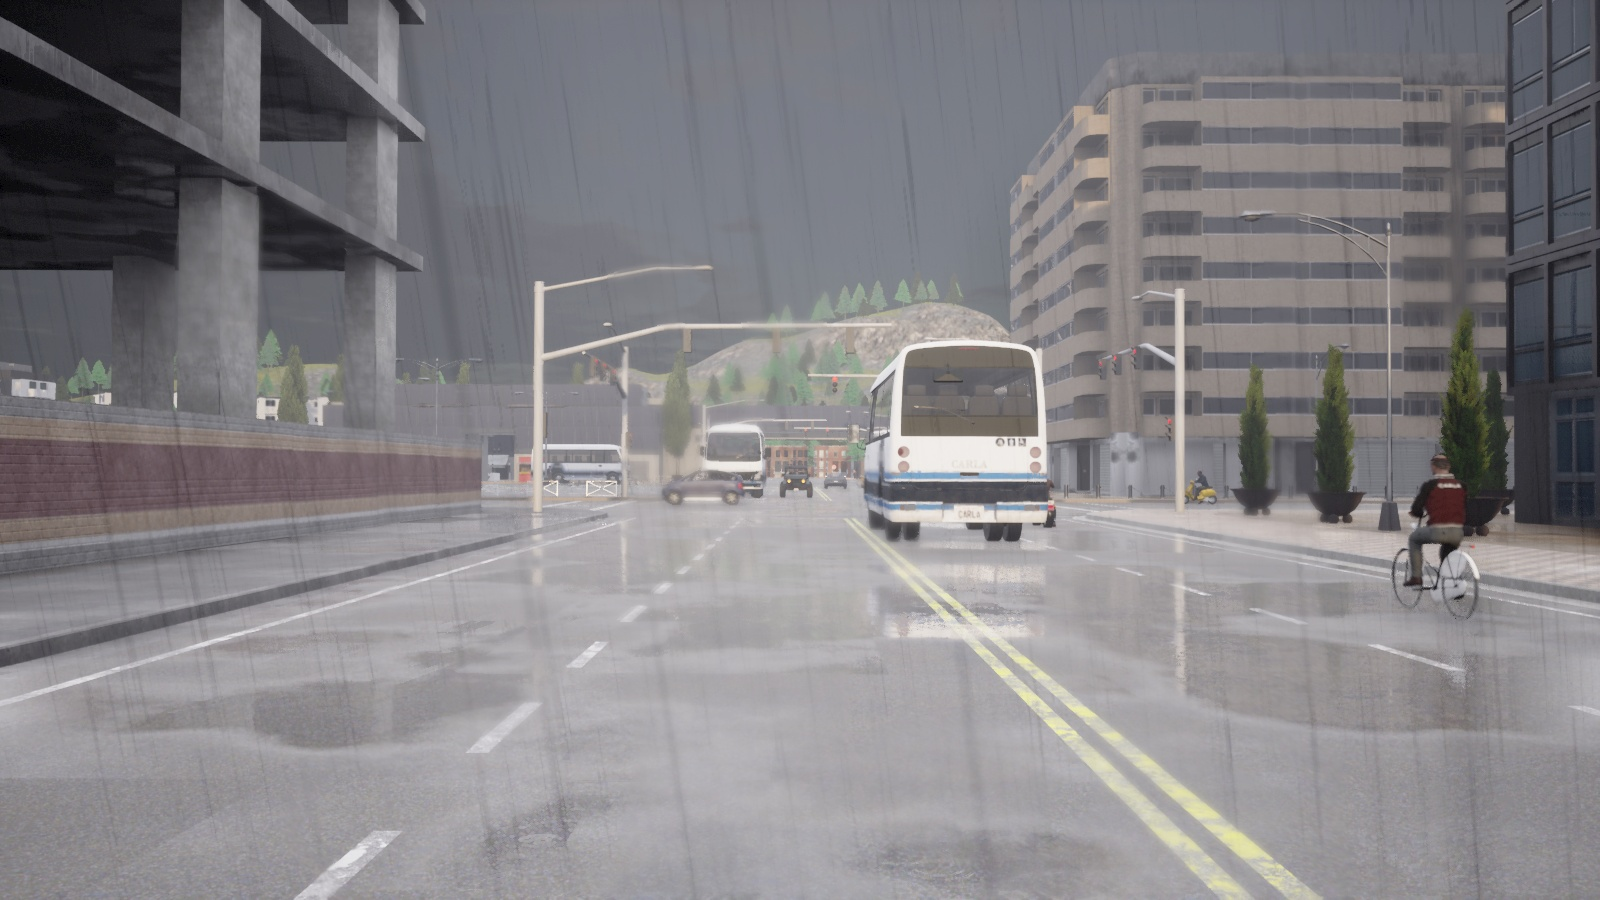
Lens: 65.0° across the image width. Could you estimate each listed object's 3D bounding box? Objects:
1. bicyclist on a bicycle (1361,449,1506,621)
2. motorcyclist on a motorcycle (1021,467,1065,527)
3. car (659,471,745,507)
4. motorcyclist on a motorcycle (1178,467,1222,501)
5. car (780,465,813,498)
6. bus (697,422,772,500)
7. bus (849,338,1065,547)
[{"bbox_3d":[6.961,0.887,13.908,0.659,1.776,1.843,0,-1,0],"label":"bicyclist on a bicycle"},{"bbox_3d":[6.902,1.328,35.738,0.766,1.649,2.350,0,-1,0],"label":"motorcyclist on a motorcycle"},{"bbox_3d":[-4.315,1.697,55.539,3.705,1.549,1.789,0,-1,-1],"label":"car"},{"bbox_3d":[18.928,1.620,59.459,1.817,1.590,0.866,0,-1,-1],"label":"motorcyclist on a motorcycle"},{"bbox_3d":[-0.204,1.837,74.108,1.905,1.878,3.866,0,-1,0],"label":"car"},{"bbox_3d":[-3.709,0.683,74.340,3.944,4.253,10.273,0,-1,0],"label":"bus"},{"bbox_3d":[3.410,-0.067,30.773,3.944,4.253,10.273,0,-1,0],"label":"bus"}]
